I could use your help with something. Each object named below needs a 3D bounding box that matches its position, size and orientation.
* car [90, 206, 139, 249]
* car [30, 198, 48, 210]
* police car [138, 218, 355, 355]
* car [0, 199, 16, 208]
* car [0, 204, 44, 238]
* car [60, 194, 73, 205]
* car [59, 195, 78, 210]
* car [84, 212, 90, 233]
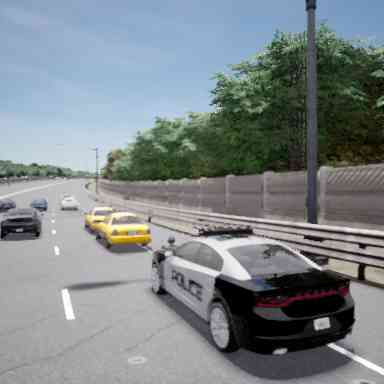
[{"bbox_3d":[-3.413,1.631,15.732,1.801,1.575,5.366,0,0,-24],"label":"car"},{"bbox_3d":[-18.760,1.450,40.691,2.033,1.411,5.357,0,1,-22],"label":"car"},{"bbox_3d":[0.607,1.510,6.615,1.930,1.638,5.238,0,-1,-24],"label":"police car"},{"bbox_3d":[-21.647,1.457,38.498,2.033,1.411,5.357,0,1,-22],"label":"car"},{"bbox_3d":[-9.762,1.681,19.216,1.837,1.490,4.892,0,0,-23],"label":"car"},{"bbox_3d":[-19.751,1.153,52.183,1.882,1.535,5.008,0,1,-21],"label":"car"},{"bbox_3d":[-15.367,1.451,41.505,1.812,1.442,4.674,0,1,-22],"label":"car"},{"bbox_3d":[-5.769,1.642,21.174,1.801,1.575,5.366,0,0,-23],"label":"car"}]
